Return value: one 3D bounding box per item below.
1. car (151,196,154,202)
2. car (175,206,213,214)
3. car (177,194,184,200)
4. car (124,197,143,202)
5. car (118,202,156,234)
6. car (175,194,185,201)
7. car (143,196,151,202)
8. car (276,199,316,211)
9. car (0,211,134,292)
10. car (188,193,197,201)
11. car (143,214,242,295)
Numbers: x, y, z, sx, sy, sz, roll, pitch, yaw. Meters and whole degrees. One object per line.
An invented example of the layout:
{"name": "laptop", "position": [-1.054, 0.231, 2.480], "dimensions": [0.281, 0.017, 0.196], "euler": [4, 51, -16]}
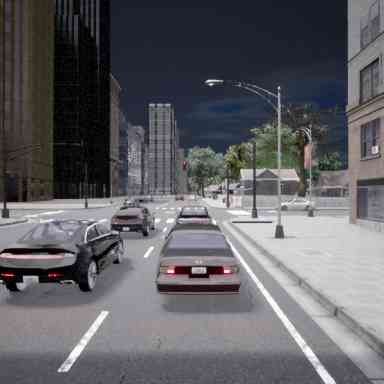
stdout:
{"name": "car", "position": [-9.672, 1.517, 74.096], "dimensions": [1.812, 1.442, 4.674], "euler": [0, 0, 0]}
{"name": "car", "position": [0.117, 1.491, 17.910], "dimensions": [2.128, 1.511, 4.902], "euler": [0, 0, 0]}
{"name": "car", "position": [-3.150, 1.311, 94.032], "dimensions": [1.882, 1.535, 5.008], "euler": [0, 0, 0]}
{"name": "car", "position": [-9.769, 1.487, 53.876], "dimensions": [2.128, 1.511, 4.902], "euler": [0, 0, 1]}
{"name": "car", "position": [-3.131, 1.504, 18.190], "dimensions": [1.837, 1.490, 4.892], "euler": [0, 0, 0]}
{"name": "car", "position": [-3.161, 1.342, 83.997], "dimensions": [2.097, 1.767, 4.553], "euler": [0, 0, 0]}
{"name": "car", "position": [-9.720, 1.595, 63.781], "dimensions": [1.895, 1.301, 4.718], "euler": [0, 0, 1]}
{"name": "car", "position": [12.690, 1.575, 40.802], "dimensions": [4.674, 1.442, 1.812], "euler": [0, -1, 2]}
{"name": "car", "position": [-3.142, 1.492, 8.930], "dimensions": [2.128, 1.511, 4.902], "euler": [0, 0, 0]}
{"name": "car", "position": [0.089, 1.511, 84.023], "dimensions": [1.812, 1.442, 4.674], "euler": [0, 0, 0]}
{"name": "car", "position": [0.100, 1.545, 8.857], "dimensions": [2.033, 1.411, 5.357], "euler": [0, 0, -1]}
